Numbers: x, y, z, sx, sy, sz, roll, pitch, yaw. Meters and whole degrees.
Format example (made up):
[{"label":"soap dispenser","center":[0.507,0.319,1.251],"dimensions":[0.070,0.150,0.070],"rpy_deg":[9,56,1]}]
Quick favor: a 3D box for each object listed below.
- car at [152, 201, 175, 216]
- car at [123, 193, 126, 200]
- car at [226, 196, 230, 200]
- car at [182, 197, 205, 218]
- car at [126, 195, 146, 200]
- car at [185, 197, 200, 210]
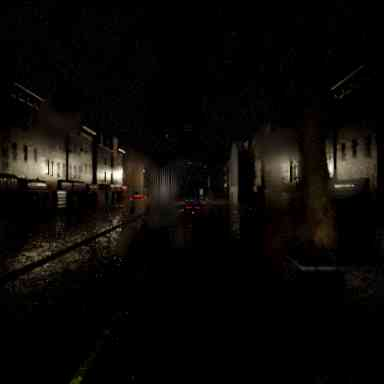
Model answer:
[{"label":"car","center":[-2.783,1.552,32.918],"dimensions":[1.994,1.385,4.181],"rpy_deg":[0,0,0]},{"label":"car","center":[-20.070,1.165,89.159],"dimensions":[5.009,1.841,2.192],"rpy_deg":[0,0,0]},{"label":"car","center":[11.773,1.401,89.193],"dimensions":[5.009,1.841,2.192],"rpy_deg":[0,-1,0]},{"label":"car","center":[0.107,1.481,29.754],"dimensions":[2.128,1.511,4.902],"rpy_deg":[0,0,0]},{"label":"car","center":[-14.638,1.434,89.163],"dimensions":[4.507,1.381,1.887],"rpy_deg":[0,0,0]},{"label":"car","center":[0.115,1.460,44.747],"dimensions":[1.882,1.535,5.008],"rpy_deg":[0,0,0]}]
